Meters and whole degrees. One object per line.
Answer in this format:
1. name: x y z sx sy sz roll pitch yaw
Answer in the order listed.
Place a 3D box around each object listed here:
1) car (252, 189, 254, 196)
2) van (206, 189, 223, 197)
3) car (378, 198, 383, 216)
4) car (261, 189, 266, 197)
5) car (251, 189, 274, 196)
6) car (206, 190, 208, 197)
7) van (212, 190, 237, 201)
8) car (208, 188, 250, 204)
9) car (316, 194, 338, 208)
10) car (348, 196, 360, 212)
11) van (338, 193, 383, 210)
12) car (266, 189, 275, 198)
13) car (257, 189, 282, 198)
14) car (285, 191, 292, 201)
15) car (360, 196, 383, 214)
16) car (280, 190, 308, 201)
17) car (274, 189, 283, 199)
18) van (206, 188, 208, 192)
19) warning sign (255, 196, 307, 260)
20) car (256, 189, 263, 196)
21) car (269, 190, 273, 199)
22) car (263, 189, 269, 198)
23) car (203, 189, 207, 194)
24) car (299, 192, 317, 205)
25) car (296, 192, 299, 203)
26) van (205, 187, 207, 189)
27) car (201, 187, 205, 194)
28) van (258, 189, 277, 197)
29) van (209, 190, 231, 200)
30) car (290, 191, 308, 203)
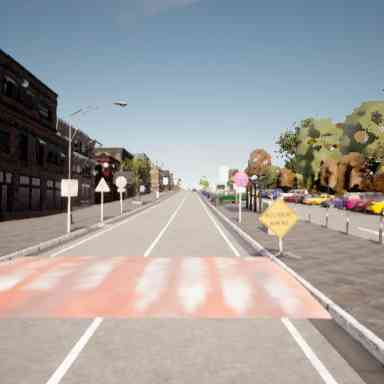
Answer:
1. car: 18.954 0.431 86.387 5.366 1.575 1.946 0 1 0
2. van: 5.806 0.219 85.829 4.442 1.987 1.878 0 1 0
3. car: 18.845 1.452 28.101 4.674 1.452 2.002 0 1 0
4. car: 18.812 0.705 75.287 4.792 1.488 2.163 0 1 0
5. car: 18.793 0.119 89.157 5.566 2.045 2.435 0 1 0
6. car: 5.714 0.879 63.402 5.008 1.535 2.097 0 1 0
7. van: 5.840 0.695 60.596 4.442 1.987 1.878 0 1 0
8. car: 5.707 0.796 52.186 5.566 2.045 2.435 0 1 0
9. car: 18.800 1.232 41.977 4.792 1.488 2.163 0 1 0
10. car: 18.837 1.368 33.653 4.674 1.452 2.002 0 1 0
11. van: 18.953 1.060 36.424 4.442 1.987 1.878 0 1 0
12. car: 18.975 0.775 69.733 5.366 1.575 1.946 0 1 0
13. car: 18.804 0.309 80.832 5.566 2.045 2.435 0 1 0
14. car: 18.815 0.994 55.853 5.008 1.535 2.097 0 1 0
15. car: 18.839 1.369 30.875 5.008 1.535 2.097 0 1 0
16. car: 18.811 0.952 58.629 5.008 1.535 2.097 0 1 0
17. car: 18.773 0.659 61.400 5.566 2.045 2.435 0 1 0
18. van: 5.599 0.610 66.205 4.442 1.987 1.878 0 1 0
19. warning sign: 2.766 1.105 10.499 1.300 1.860 1.060 -2 -2 0
20. car: 18.751 0.368 78.056 5.566 2.045 2.435 0 1 0
21. car: 18.789 0.824 66.956 5.008 1.535 2.097 0 1 0
22. car: 18.757 0.761 72.505 4.792 1.488 2.163 0 1 0
23. car: 5.707 0.632 77.423 4.892 1.521 2.231 0 1 0
24. car: 18.635 1.116 47.527 5.366 1.575 1.946 0 1 0
25. car: 18.846 1.107 50.303 4.792 1.488 2.163 0 1 0
26. van: 5.813 0.347 80.225 4.442 1.987 1.878 0 1 0
27. car: 5.665 0.258 83.024 5.566 2.045 2.435 0 1 0
28. van: 18.888 0.271 83.608 4.442 1.987 1.878 0 1 0
29. van: 5.829 0.563 69.007 4.442 1.987 1.878 0 1 0
30. car: 18.820 1.037 53.077 4.892 1.521 2.231 0 1 0
